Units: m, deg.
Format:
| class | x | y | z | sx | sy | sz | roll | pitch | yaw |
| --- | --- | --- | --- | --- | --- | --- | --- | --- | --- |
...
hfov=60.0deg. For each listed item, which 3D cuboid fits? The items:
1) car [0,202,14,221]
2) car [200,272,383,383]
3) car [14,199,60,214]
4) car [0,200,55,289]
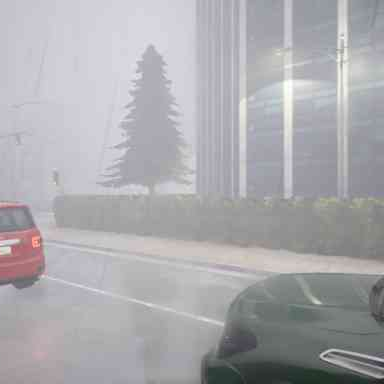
| class | x | y | z | sx | sy | sz | roll | pitch | yaw |
| --- | --- | --- | --- | --- | --- | --- | --- | --- | --- |
| car | -16.459 | 1.564 | 25.802 | 1.994 | 1.385 | 4.181 | 0 | 0 | 36 |
| car | 2.730 | 1.221 | 2.043 | 5.566 | 2.045 | 2.150 | 0 | 0 | 36 |
| car | -17.178 | 1.564 | 37.017 | 1.994 | 1.385 | 4.181 | 0 | 0 | 36 |
| car | -5.740 | 1.221 | 8.023 | 5.566 | 2.045 | 2.150 | 0 | 0 | 38 |
